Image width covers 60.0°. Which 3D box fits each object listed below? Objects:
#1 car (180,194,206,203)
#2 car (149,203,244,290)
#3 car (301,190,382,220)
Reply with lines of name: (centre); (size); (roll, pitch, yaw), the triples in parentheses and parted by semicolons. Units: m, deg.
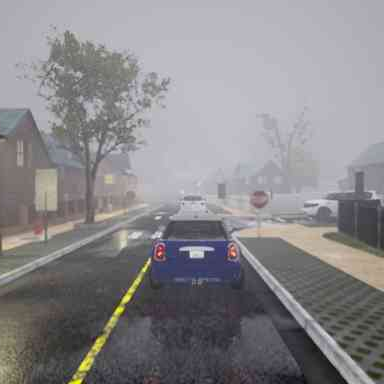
car: (0.099, 1.212, 31.448); (2.150, 2.045, 5.566); (0, 0, 0)
car: (0.101, 1.353, 9.210); (2.097, 1.767, 4.553); (0, 0, 0)
car: (11.070, 0.921, 24.763); (5.566, 2.045, 2.150); (-1, 0, -2)
